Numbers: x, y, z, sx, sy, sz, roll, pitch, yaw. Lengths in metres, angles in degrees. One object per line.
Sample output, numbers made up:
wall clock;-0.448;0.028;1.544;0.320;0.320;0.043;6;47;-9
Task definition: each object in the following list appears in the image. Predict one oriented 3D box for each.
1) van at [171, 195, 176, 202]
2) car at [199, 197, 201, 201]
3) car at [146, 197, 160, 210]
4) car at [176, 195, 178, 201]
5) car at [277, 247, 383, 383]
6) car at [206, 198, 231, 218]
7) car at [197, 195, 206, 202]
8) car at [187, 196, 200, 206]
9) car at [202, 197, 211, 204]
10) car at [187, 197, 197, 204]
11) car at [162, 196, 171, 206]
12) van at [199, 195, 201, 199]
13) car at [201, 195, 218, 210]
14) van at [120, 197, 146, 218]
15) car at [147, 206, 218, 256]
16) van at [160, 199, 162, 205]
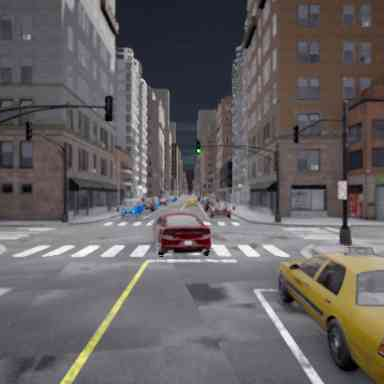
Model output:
van;-5.852;1.880;88.401;1.690;1.788;3.998;0;0;0
car;2.671;1.918;54.896;2.008;1.369;4.403;0;0;0
car;-5.855;1.616;43.713;2.192;1.841;5.009;0;0;0
car;-5.852;2.132;93.985;1.947;1.339;4.313;0;0;0
car;2.668;1.565;5.532;1.752;1.417;4.829;0;0;0
car;2.670;1.667;32.557;1.967;1.590;4.097;0;0;0
car;2.674;1.881;93.992;2.192;1.841;5.009;0;0;0
car;0.043;1.885;62.228;1.882;1.535;5.008;0;0;0
car;3.148;1.979;75.379;1.837;1.490;4.892;0;0;0
car;0.003;1.838;73.556;2.033;1.411;5.357;0;0;0
car;-5.853;1.972;66.056;1.887;1.381;4.507;0;0;0
van;2.672;1.739;60.483;1.690;1.788;3.998;0;0;0
car;2.670;1.615;43.728;2.192;1.841;5.009;0;0;0
van;-5.856;1.568;32.540;1.690;1.788;3.998;0;0;0
car;-0.606;1.574;13.627;1.882;1.535;5.008;0;0;-11
van;-5.855;1.676;49.298;1.690;1.788;3.998;0;0;0
